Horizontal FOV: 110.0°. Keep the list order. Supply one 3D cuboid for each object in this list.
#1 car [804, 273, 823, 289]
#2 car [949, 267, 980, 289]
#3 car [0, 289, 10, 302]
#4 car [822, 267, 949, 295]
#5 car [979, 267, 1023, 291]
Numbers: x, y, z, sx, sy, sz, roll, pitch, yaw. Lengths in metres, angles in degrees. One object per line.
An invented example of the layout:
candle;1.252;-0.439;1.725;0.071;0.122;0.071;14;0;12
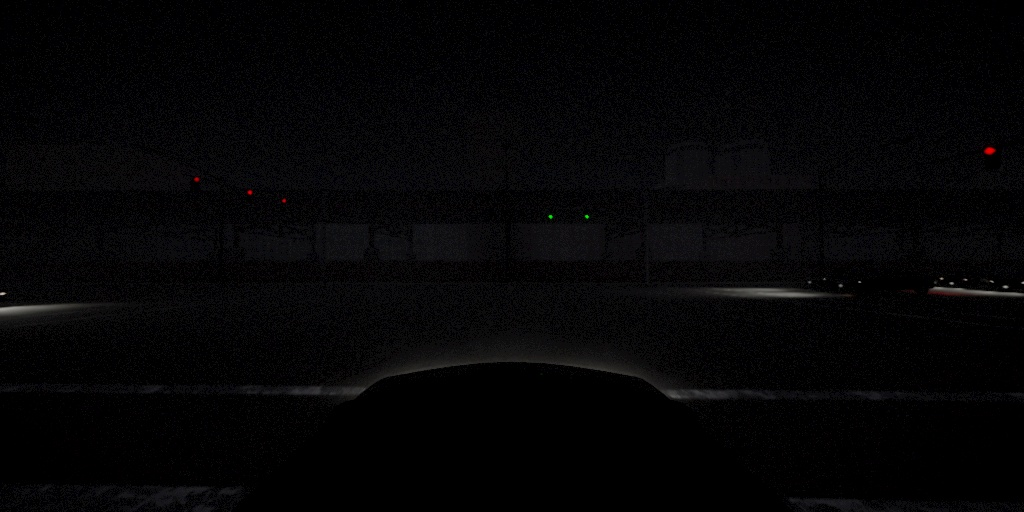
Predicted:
car;23.109;1.533;24.829;4.902;1.511;2.128;-1;-1;1
car;32.849;1.459;24.574;5.357;1.411;2.033;-1;-1;1
car;-25.284;1.576;15.397;5.357;1.411;2.033;0;-1;2
car;22.053;1.474;21.349;4.902;1.511;2.128;-1;-1;1
car;31.761;1.405;21.103;5.357;1.411;2.033;-1;-1;1
